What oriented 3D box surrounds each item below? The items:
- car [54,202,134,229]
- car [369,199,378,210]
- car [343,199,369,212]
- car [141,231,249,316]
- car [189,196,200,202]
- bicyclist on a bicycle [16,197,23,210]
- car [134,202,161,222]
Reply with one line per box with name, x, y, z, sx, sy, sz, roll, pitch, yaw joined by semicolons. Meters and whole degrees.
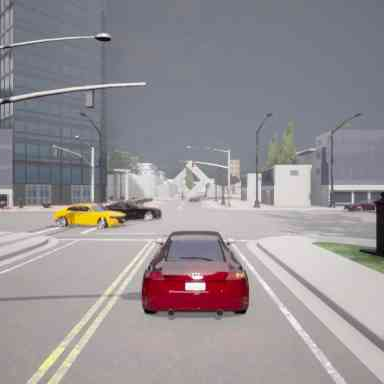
car;-6.579;1.508;21.582;5.008;1.535;1.882;0;-1;21
car;21.522;1.167;33.567;5.566;2.045;2.150;0;0;0
car;19.846;1.502;37.070;5.357;1.411;2.033;0;0;-1
car;0.070;1.564;7.623;1.994;1.385;4.181;0;0;0
car;0.688;1.595;76.964;1.895;1.301;4.718;0;0;12
bicyclist on a bicycle;-22.002;1.466;42.502;0.582;1.620;1.656;-1;0;0
car;-4.920;1.506;26.162;5.008;1.535;1.882;-1;0;0
